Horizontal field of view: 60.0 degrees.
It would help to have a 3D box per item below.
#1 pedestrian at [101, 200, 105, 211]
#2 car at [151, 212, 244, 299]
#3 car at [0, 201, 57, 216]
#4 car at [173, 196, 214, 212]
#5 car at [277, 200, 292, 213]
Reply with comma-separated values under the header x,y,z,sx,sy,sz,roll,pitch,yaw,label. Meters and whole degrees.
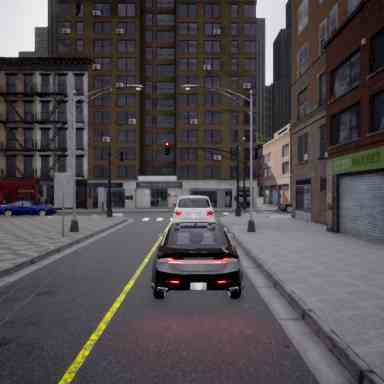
x,y,z,sx,sy,sz,roll,pitch,yaw,label
-10.174,1.496,37.960,0.375,1.300,0.375,0,0,-1,pedestrian
0.097,1.490,8.440,2.128,1.511,4.902,0,0,0,car
-15.487,1.576,31.649,5.008,1.535,1.882,0,0,-2,car
0.092,1.214,18.894,2.150,2.045,5.566,0,0,0,car
11.482,1.379,35.216,4.892,1.490,1.837,-1,0,-2,car
